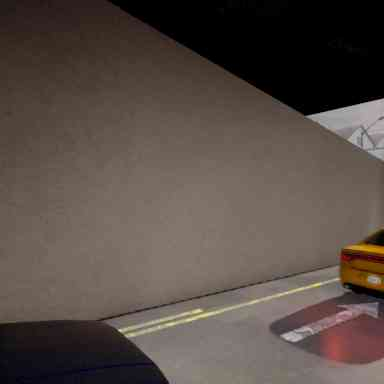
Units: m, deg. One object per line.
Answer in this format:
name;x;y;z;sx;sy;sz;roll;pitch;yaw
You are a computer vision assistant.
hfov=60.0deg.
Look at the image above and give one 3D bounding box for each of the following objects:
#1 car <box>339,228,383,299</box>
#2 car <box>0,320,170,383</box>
car;5.400;1.478;7.610;5.008;1.535;1.882;0;0;-35
car;-2.697;1.547;1.861;5.357;1.411;2.033;0;0;-35
